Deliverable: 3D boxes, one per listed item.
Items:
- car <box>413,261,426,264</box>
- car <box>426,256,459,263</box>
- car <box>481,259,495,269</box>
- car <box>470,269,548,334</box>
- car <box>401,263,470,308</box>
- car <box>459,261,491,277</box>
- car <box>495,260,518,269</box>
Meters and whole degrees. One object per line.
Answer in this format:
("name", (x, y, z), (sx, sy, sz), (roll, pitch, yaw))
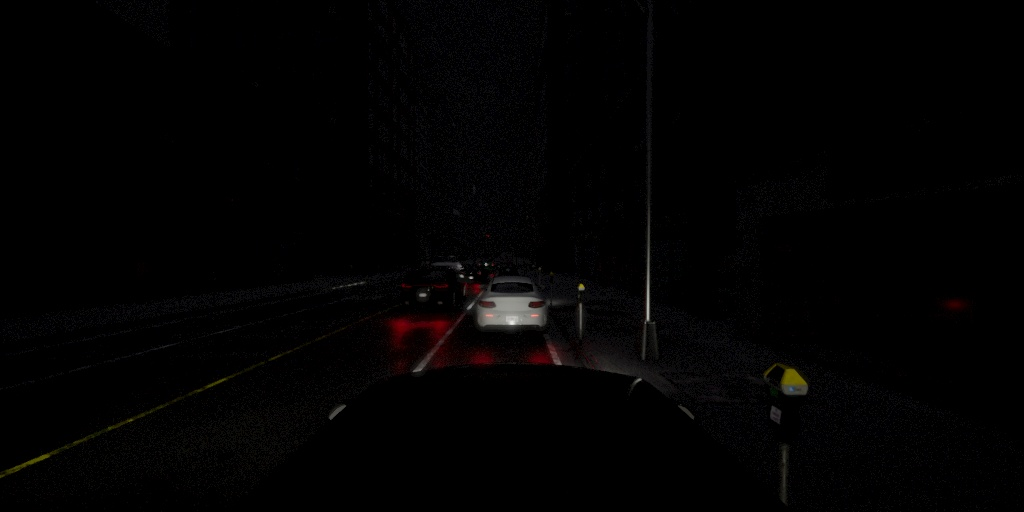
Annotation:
("car", (-8.909, 1.189, 34.934), (1.967, 1.591, 4.097), (0, 0, 0))
("car", (-6.239, 0.971, 34.055), (2.150, 2.045, 5.566), (0, 0, 0))
("car", (-3.058, 1.104, 44.570), (2.097, 1.767, 4.553), (0, 0, 0))
("car", (0.003, 1.274, 10.501), (1.812, 1.442, 4.674), (0, 0, 0))
("car", (-3.144, 1.225, 15.116), (1.882, 1.535, 5.008), (0, 0, 0))
("car", (-3.055, 1.349, 29.368), (1.895, 1.301, 4.718), (0, 0, 0))
("car", (-0.383, 1.315, 34.934), (1.948, 1.339, 4.313), (0, 0, 0))
